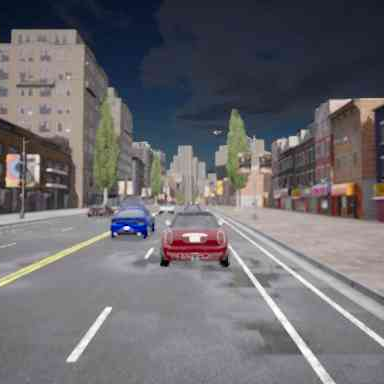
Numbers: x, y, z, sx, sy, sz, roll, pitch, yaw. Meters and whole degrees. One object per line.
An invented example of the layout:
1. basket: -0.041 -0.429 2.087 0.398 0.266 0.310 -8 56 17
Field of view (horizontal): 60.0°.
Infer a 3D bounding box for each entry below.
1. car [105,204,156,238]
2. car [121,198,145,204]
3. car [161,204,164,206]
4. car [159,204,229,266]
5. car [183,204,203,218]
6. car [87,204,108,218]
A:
1. car: -3.165 1.632 18.573 1.882 1.535 5.008 0 -1 0
2. car: -6.557 1.694 37.162 2.150 2.045 5.566 0 -1 0
3. car: -3.187 2.191 43.909 1.895 1.301 4.718 0 -1 0
4. car: 0.085 1.427 11.928 2.097 1.767 4.553 0 -1 0
5. car: 0.068 1.990 35.306 1.994 1.385 4.181 0 -1 0
6. car: -9.822 2.016 35.854 1.994 1.385 4.181 0 -1 0
